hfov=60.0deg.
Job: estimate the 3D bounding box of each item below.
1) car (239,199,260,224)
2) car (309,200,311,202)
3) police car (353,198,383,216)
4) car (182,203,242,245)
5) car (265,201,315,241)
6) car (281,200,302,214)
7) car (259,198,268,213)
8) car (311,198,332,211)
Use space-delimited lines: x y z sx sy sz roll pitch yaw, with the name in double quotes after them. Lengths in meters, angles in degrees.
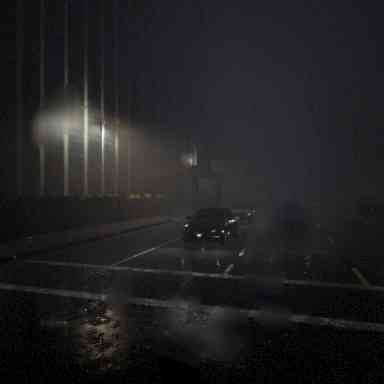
3.874 1.526 25.297 1.812 1.442 4.674 0 0 17 "car"
19.154 1.601 51.294 1.895 1.301 4.718 0 0 17 "car"
17.194 1.425 32.741 1.930 1.638 5.238 0 0 17 "police car"
0.988 1.505 15.801 1.837 1.490 4.892 0 0 17 "car"
5.053 1.478 17.144 1.882 1.535 5.008 0 0 17 "car"
10.831 1.564 36.166 1.994 1.385 4.181 0 0 17 "car"
7.398 1.478 36.905 1.882 1.535 5.008 0 0 17 "car"
16.244 1.526 41.508 1.812 1.442 4.674 0 0 18 "car"
